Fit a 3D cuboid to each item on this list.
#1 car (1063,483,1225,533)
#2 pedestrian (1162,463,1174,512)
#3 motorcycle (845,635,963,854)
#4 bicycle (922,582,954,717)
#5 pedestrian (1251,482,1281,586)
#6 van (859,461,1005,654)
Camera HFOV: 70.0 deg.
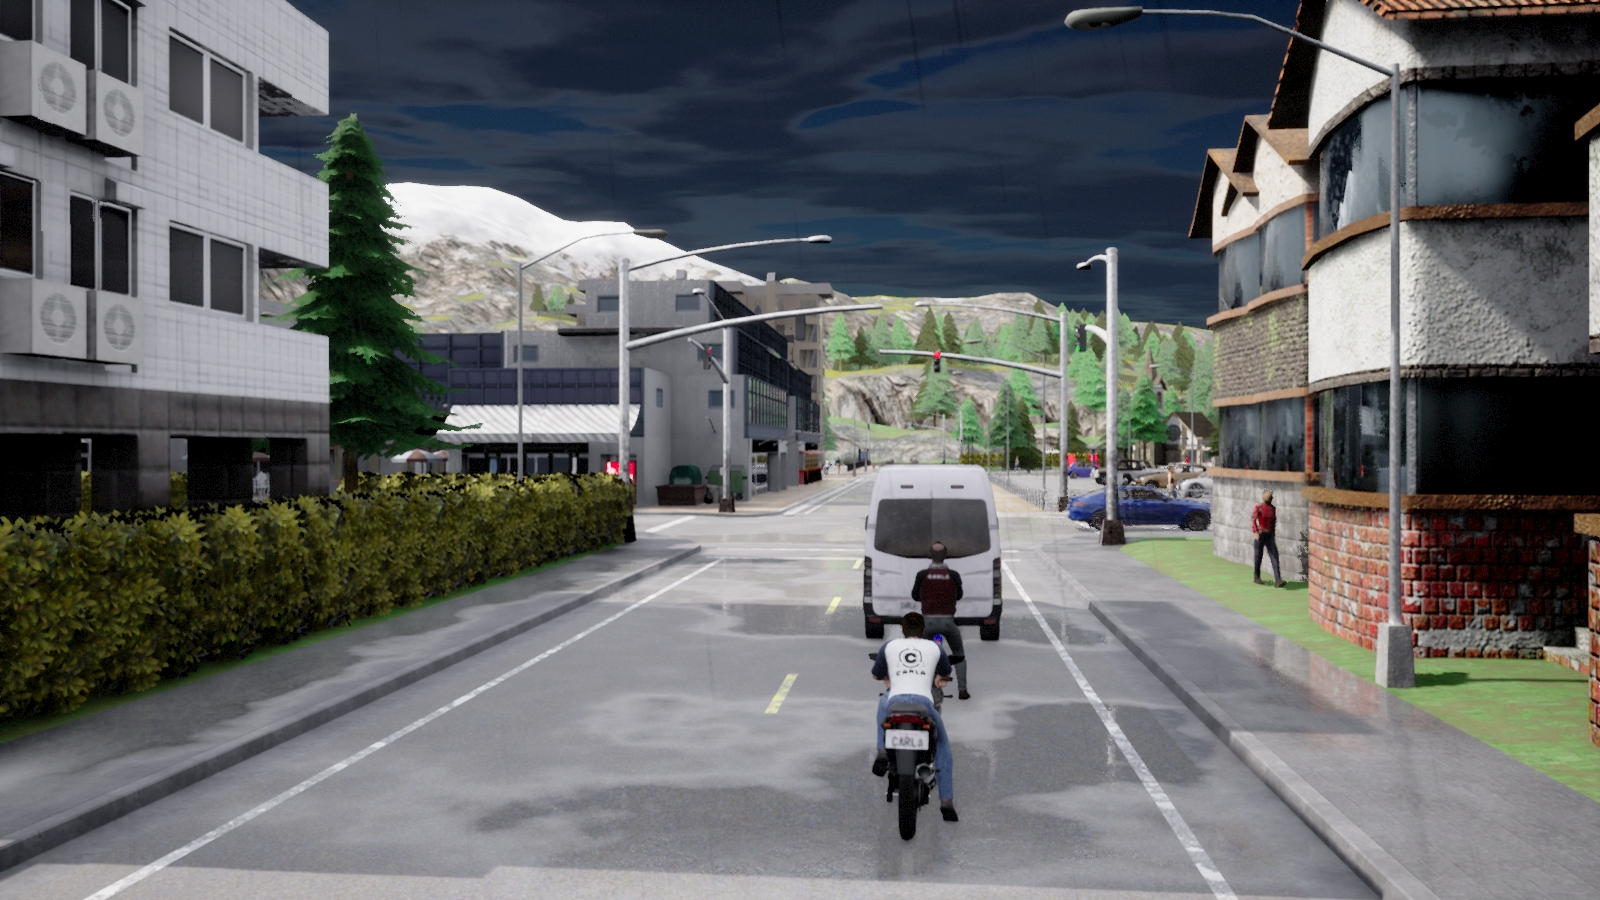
[{"bbox_3d":[10.909,1.824,36.493,4.674,1.442,2.002,0,0,6],"label":"car"},{"bbox_3d":[14.029,1.430,43.580,0.375,1.860,0.375,0,0,4],"label":"pedestrian"},{"bbox_3d":[0.854,2.178,8.853,0.803,1.145,2.033,0,0,8],"label":"motorcycle"},{"bbox_3d":[1.521,2.170,12.723,0.329,1.171,1.835,0,0,6],"label":"bicycle"},{"bbox_3d":[8.486,1.518,20.803,0.375,1.860,0.375,0,0,-3],"label":"pedestrian"},{"bbox_3d":[2.127,1.485,18.546,1.988,2.561,5.915,0,0,6],"label":"van"}]
